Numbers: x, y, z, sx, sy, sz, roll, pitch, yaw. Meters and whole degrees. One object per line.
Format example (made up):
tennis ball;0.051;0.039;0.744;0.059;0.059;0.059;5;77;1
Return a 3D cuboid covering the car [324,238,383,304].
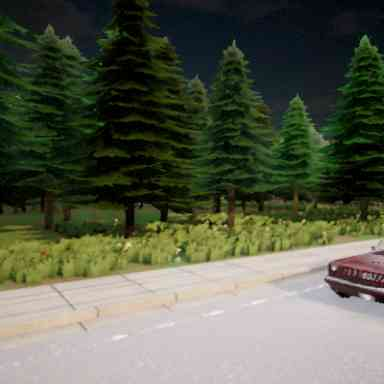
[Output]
car;5.108;1.694;7.538;4.718;1.301;1.895;1;0;-35
